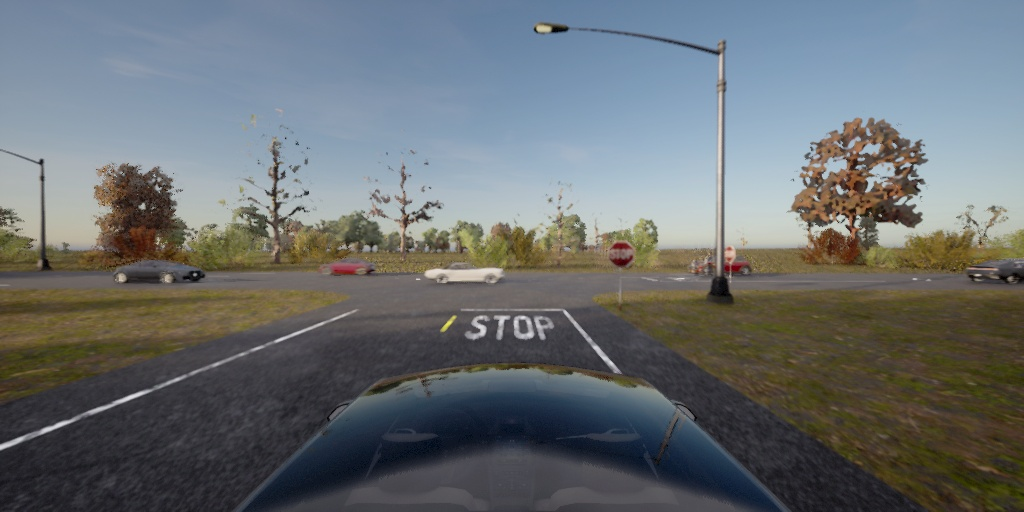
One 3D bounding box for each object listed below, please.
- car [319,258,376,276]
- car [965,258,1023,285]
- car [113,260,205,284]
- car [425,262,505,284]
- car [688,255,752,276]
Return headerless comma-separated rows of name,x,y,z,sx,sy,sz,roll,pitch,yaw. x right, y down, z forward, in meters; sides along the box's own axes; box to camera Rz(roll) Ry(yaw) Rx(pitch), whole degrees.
car,-13.193,0.847,28.884,4.181,1.385,1.994,0,1,-2
car,32.394,1.038,23.134,4.902,1.511,2.128,0,1,-2
car,-21.185,0.930,21.649,4.181,1.385,1.994,0,1,-2
car,-2.807,1.037,22.161,4.718,1.301,1.895,0,1,-1
car,17.145,0.690,29.697,4.553,1.767,2.097,1,1,-2
